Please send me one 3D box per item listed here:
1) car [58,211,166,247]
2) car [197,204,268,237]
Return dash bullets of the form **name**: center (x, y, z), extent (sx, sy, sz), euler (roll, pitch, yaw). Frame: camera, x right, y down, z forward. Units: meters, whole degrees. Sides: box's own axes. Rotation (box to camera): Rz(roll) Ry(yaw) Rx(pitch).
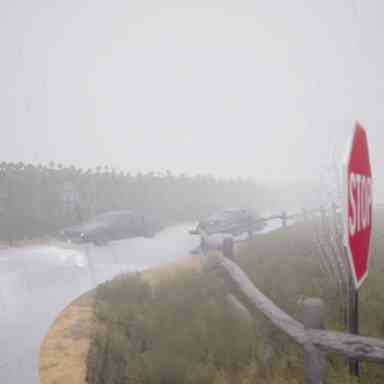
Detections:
- **car**: center (-3.528, 1.633, 15.871), extent (2.033, 1.411, 5.357), euler (0, 0, 35)
- **car**: center (2.391, 1.610, 18.459), extent (2.033, 1.411, 5.357), euler (0, 0, 35)
